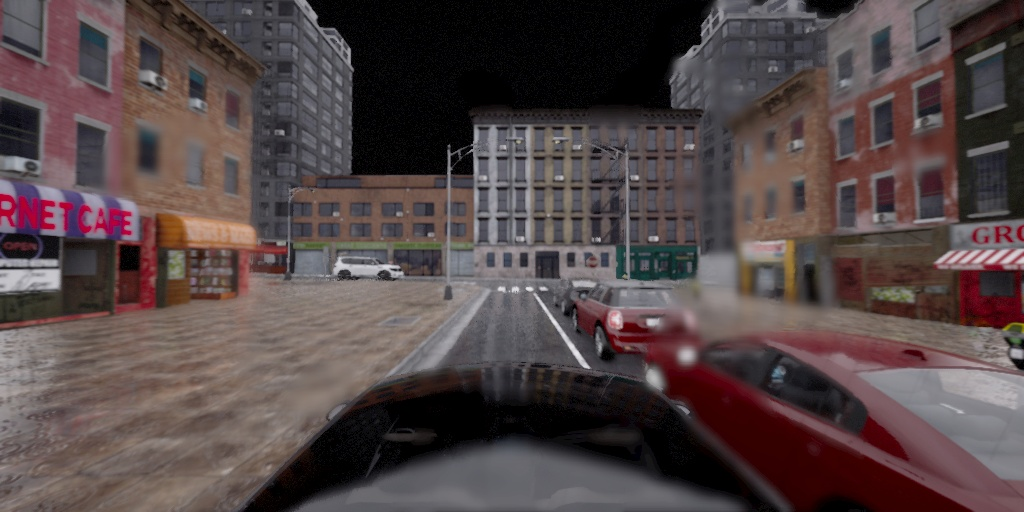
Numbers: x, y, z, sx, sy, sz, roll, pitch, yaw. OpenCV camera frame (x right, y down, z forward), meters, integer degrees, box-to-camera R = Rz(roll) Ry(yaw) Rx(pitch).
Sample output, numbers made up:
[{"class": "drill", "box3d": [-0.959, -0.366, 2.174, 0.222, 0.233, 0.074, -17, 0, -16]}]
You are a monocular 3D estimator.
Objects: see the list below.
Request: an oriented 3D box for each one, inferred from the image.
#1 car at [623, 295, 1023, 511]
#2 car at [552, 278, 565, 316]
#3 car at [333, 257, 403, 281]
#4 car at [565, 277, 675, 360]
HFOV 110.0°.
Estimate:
[{"class": "car", "box3d": [2.638, 1.315, 3.091, 1.888, 1.381, 4.507, 0, 0, 0]}, {"class": "car", "box3d": [2.635, 1.476, 14.097, 2.007, 1.370, 4.403, 0, 0, 0]}, {"class": "car", "box3d": [-12.196, 1.112, 30.439, 5.566, 2.045, 2.150, 1, -1, 0]}, {"class": "car", "box3d": [2.636, 1.287, 8.594, 1.967, 1.591, 4.097, 0, 0, 0]}]
